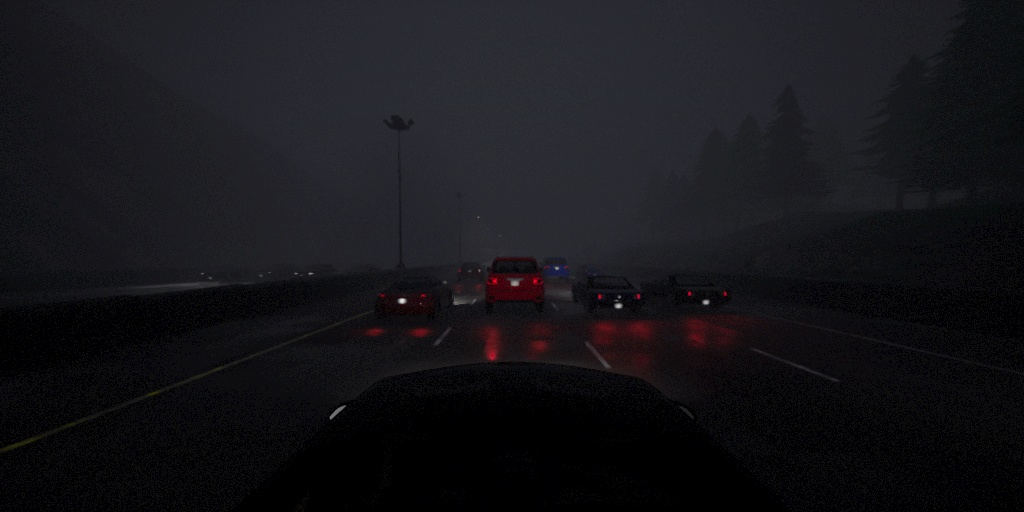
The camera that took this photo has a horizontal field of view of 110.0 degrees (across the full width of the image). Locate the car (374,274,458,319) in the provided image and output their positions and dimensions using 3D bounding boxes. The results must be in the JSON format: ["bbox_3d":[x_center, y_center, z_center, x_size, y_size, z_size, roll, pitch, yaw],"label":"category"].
[{"bbox_3d":[-3.398,1.371,13.102,1.994,1.385,4.181,0,0,0],"label":"car"}]

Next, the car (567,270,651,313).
[{"bbox_3d":[3.604,1.414,14.347,1.895,1.301,4.718,0,0,0],"label":"car"}]

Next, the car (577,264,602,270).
[{"bbox_3d":[7.107,1.433,33.106,1.812,1.442,4.674,0,0,0],"label":"car"}]

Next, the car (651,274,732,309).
[{"bbox_3d":[7.104,1.419,15.342,1.895,1.301,4.718,0,0,0],"label":"car"}]

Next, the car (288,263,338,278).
[{"bbox_3d":[-17.586,1.409,32.419,1.837,1.490,4.892,0,0,0],"label":"car"}]

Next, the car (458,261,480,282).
[{"bbox_3d":[-3.393,1.248,30.883,2.097,1.767,4.553,0,0,0],"label":"car"}]

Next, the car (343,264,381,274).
[{"bbox_3d":[-14.088,1.460,34.152,2.033,1.411,5.357,0,0,0],"label":"car"}]

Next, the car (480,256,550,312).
[{"bbox_3d":[0.103,1.037,14.796,2.150,2.045,5.566,0,0,0],"label":"car"}]

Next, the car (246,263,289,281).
[{"bbox_3d":[-21.086,1.396,32.580,2.128,1.511,4.902,0,0,0],"label":"car"}]

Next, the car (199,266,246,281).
[{"bbox_3d":[-24.589,1.500,31.441,1.895,1.301,4.718,0,0,0],"label":"car"}]

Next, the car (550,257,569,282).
[{"bbox_3d":[3.607,1.120,31.358,2.150,2.045,5.566,0,0,0],"label":"car"}]
